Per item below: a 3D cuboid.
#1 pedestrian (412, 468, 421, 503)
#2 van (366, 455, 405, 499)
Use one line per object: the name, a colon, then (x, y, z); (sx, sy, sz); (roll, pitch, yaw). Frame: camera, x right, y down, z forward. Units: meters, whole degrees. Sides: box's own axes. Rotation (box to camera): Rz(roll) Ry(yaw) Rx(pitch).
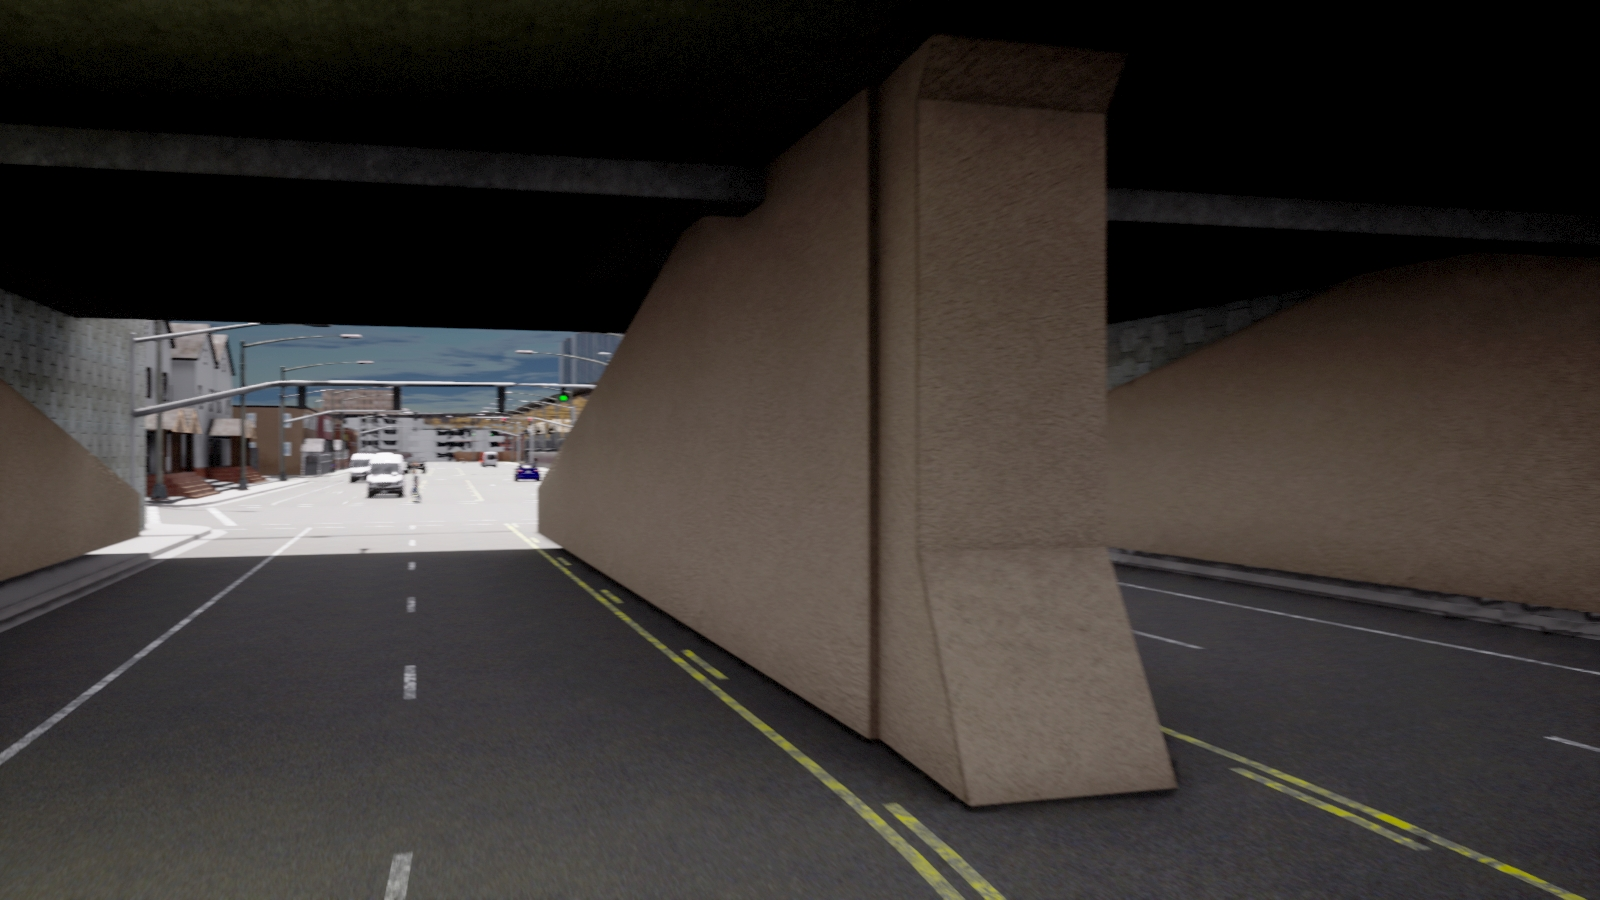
pedestrian: (-20.445, 1.896, 60.871); (0.375, 1.860, 0.375); (0, 0, -27)
van: (-25.218, 1.573, 69.661); (1.988, 2.561, 5.915); (0, 0, -17)
